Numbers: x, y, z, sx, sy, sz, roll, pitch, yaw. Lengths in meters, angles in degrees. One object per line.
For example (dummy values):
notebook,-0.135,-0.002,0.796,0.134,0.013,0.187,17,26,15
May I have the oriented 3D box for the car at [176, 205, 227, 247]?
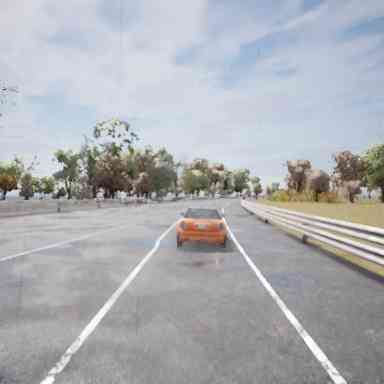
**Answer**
car,0.486,1.387,15.659,2.097,1.767,4.553,2,2,2
